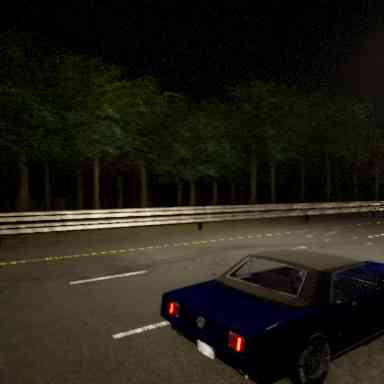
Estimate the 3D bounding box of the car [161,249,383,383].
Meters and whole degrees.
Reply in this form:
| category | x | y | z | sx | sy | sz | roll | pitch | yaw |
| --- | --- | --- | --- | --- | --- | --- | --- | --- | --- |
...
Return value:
| category | x | y | z | sx | sy | sz | roll | pitch | yaw |
| --- | --- | --- | --- | --- | --- | --- | --- | --- | --- |
| car | 1.978 | 1.602 | 5.278 | 4.718 | 1.301 | 1.895 | 0 | 0 | -36 |
